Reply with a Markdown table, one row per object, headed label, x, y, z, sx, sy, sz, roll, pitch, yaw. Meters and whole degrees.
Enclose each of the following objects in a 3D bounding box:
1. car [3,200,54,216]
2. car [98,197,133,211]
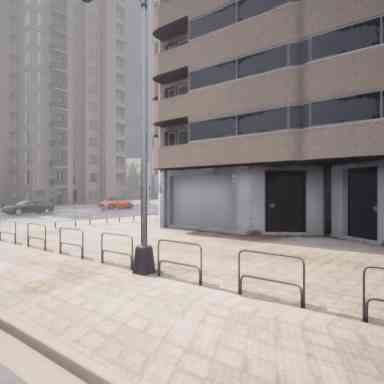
| label | x | y | z | sx | sy | sz | roll | pitch | yaw |
| --- | --- | --- | --- | --- | --- | --- | --- | --- | --- |
| car | -16.681 | 1.560 | 34.146 | 1.837 | 1.490 | 4.892 | 0 | 0 | 39 |
| car | -9.819 | 1.410 | 42.742 | 2.097 | 1.767 | 4.553 | 0 | 0 | 39 |
